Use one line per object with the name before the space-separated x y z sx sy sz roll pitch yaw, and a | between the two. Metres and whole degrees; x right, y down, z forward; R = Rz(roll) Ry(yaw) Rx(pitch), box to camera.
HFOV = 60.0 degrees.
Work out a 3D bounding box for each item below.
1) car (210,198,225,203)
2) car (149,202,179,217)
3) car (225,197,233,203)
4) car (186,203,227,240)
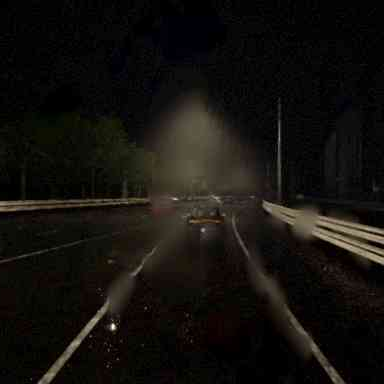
car | 4.391 1.834 61.311 1.812 1.442 4.674 0 0 14
car | -2.655 1.653 32.169 1.994 1.385 4.181 0 0 14
car | 8.742 1.986 79.368 2.033 1.411 5.357 0 0 14
car | 0.762 1.549 17.307 2.128 1.511 4.902 0 0 4
